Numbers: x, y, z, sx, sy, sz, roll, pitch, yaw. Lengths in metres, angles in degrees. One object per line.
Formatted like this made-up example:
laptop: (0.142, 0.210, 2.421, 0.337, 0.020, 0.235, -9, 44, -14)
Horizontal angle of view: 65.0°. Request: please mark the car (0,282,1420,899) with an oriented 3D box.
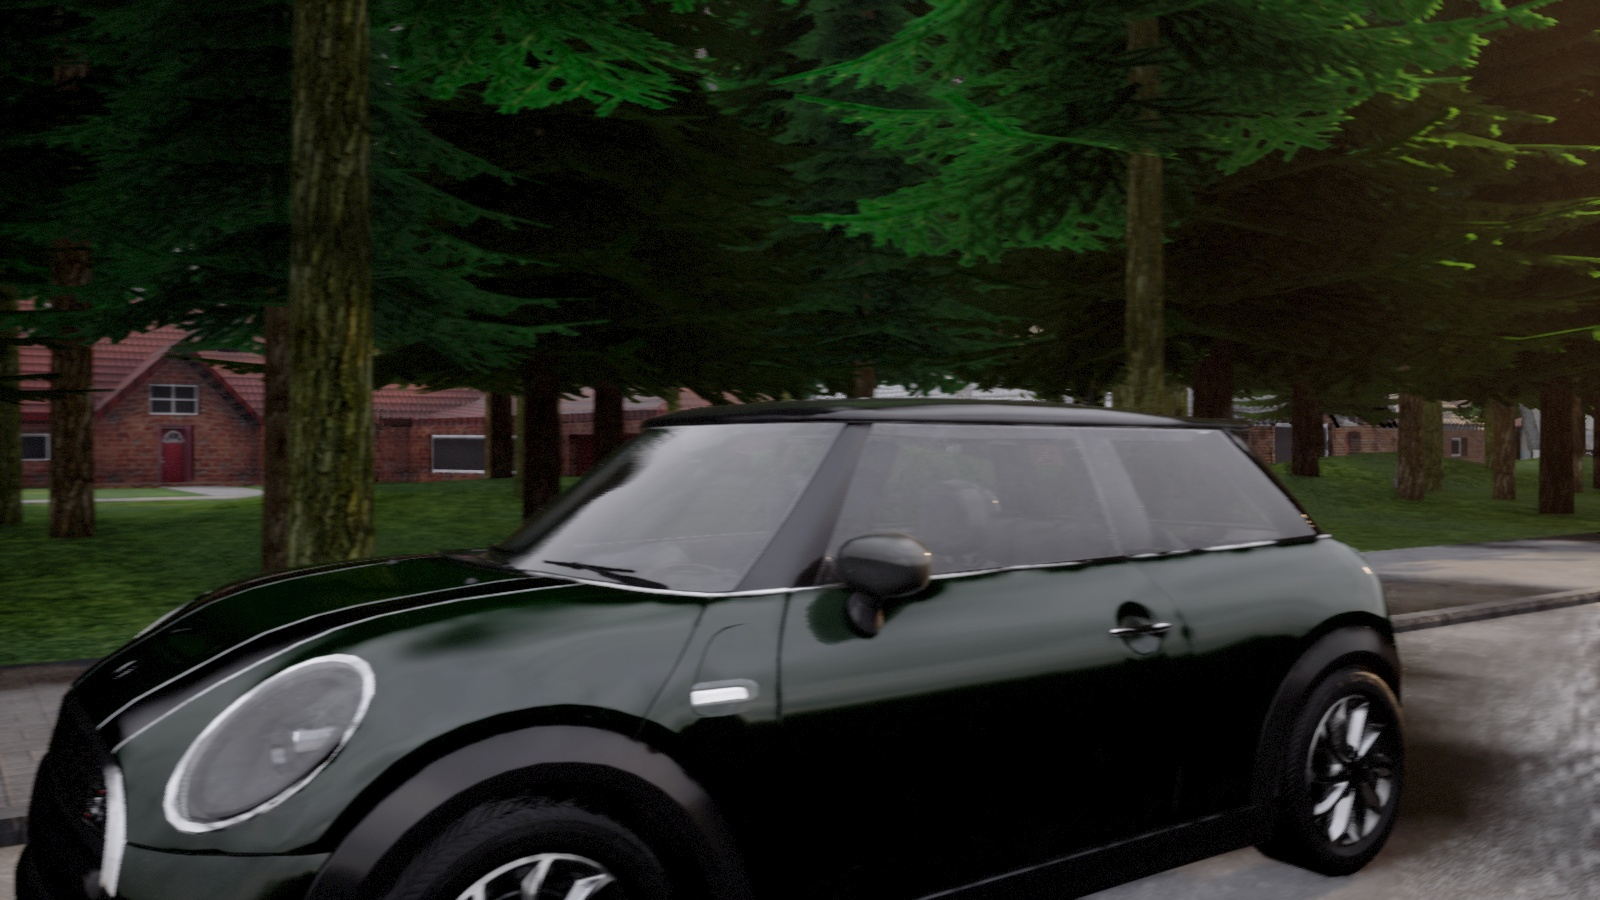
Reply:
car: (-0.220, 0.609, 4.116, 4.553, 1.767, 2.097, 0, 0, -35)
